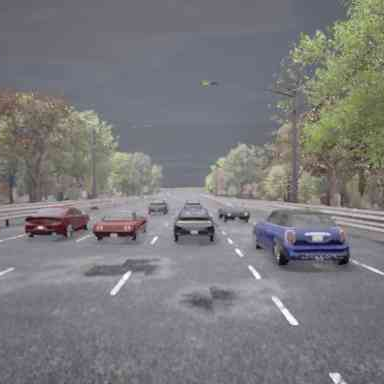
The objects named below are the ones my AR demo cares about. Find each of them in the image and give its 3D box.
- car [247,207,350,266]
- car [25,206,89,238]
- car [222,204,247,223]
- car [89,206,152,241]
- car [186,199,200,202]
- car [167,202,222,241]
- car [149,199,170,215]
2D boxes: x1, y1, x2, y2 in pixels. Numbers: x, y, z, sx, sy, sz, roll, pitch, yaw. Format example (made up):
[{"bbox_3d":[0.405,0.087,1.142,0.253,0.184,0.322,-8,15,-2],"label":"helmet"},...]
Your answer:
[{"bbox_3d":[3.544,1.351,11.676,2.097,1.767,4.553,0,0,-2],"label":"car"},{"bbox_3d":[-6.903,1.479,17.642,1.882,1.535,5.008,0,0,0],"label":"car"},{"bbox_3d":[3.104,1.604,25.643,1.895,1.301,4.718,0,0,-3],"label":"car"},{"bbox_3d":[-3.402,1.602,16.733,1.895,1.301,4.718,0,0,0],"label":"car"},{"bbox_3d":[0.094,1.500,34.661,2.128,1.511,4.902,0,0,0],"label":"car"},{"bbox_3d":[0.096,1.492,16.552,2.128,1.511,4.902,0,0,0],"label":"car"},{"bbox_3d":[-3.406,1.500,34.628,2.128,1.511,4.902,0,0,0],"label":"car"}]
